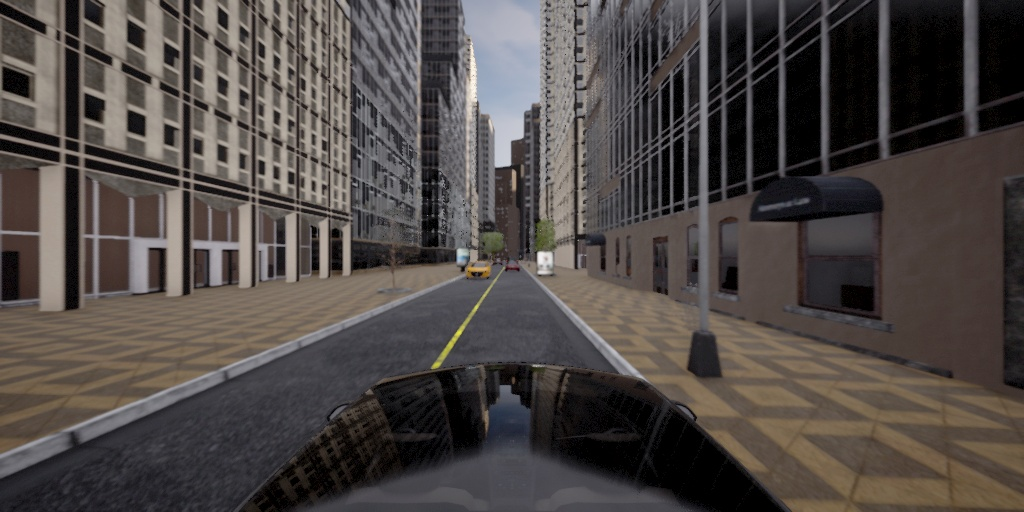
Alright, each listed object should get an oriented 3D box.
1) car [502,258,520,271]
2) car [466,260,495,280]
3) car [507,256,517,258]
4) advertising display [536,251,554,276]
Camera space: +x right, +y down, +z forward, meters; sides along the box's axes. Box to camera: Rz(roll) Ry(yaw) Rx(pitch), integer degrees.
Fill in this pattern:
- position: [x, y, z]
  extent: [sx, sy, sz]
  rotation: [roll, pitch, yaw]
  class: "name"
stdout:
- position: [0.072, 1.324, 49.210]
  extent: [1.994, 1.385, 4.181]
  rotation: [0, 0, 0]
  class: "car"
- position: [-2.840, 1.215, 31.525]
  extent: [1.882, 1.535, 5.008]
  rotation: [0, 0, 0]
  class: "car"
- position: [0.006, 0.994, 59.956]
  extent: [2.150, 2.045, 5.566]
  rotation: [0, 0, 0]
  class: "car"
- position: [3.013, 0.764, 32.635]
  extent: [1.540, 2.440, 0.280]
  rotation: [0, 0, 0]
  class: "advertising display"
